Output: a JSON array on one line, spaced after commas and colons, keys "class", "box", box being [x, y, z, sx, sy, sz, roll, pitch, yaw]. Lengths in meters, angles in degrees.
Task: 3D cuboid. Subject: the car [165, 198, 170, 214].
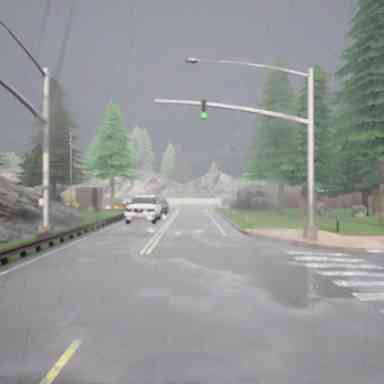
[{"class": "car", "box": [-3.556, 1.393, 35.302, 2.097, 1.767, 4.553, 0, 0, 0]}]

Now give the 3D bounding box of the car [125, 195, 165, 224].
[{"class": "car", "box": [-3.591, 1.251, 25.347, 2.150, 2.045, 5.566, 0, 0, 0]}]
